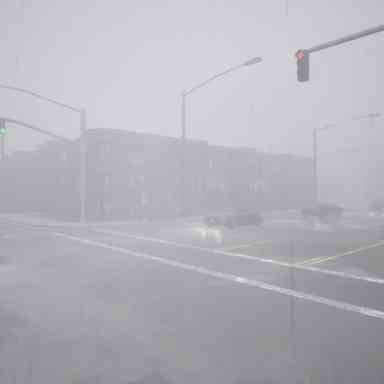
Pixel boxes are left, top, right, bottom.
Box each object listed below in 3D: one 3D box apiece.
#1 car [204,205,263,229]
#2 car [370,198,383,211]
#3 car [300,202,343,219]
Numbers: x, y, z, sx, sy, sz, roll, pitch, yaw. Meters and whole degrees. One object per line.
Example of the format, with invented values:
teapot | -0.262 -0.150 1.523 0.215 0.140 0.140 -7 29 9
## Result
car | 2.733 1.565 21.584 4.181 1.385 1.994 0 0 -42
car | 23.105 1.479 39.854 5.008 1.535 1.882 0 0 -42
car | 11.513 1.600 29.492 4.718 1.301 1.895 0 0 -42
